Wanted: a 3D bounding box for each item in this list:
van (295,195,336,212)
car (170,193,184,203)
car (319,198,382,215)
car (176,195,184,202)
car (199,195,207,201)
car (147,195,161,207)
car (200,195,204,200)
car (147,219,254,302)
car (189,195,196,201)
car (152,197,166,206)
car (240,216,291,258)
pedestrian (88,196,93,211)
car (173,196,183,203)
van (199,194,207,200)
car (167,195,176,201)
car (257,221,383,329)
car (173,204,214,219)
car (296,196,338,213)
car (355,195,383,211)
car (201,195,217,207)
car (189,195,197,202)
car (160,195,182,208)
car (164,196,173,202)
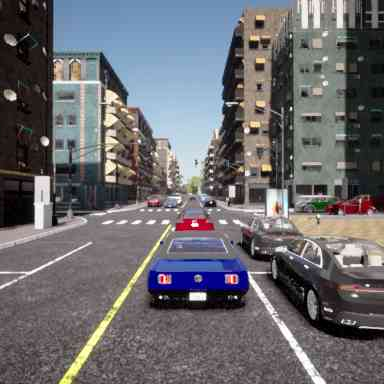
[{"bbox_3d":[13.835,1.296,37.423,3.998,1.788,1.690,0,0,1],"label":"van"},{"bbox_3d":[-2.967,1.244,58.606,2.150,2.045,5.566,0,0,1],"label":"car"},{"bbox_3d":[13.758,1.413,29.042,4.206,1.307,1.802,0,0,1],"label":"car"},{"bbox_3d":[-2.850,1.532,78.958,1.837,1.490,4.892,0,0,0],"label":"car"},{"bbox_3d":[2.872,1.582,89.621,1.887,1.381,4.507,1,0,0],"label":"car"},{"bbox_3d":[-5.579,1.334,50.680,2.192,1.841,5.009,1,0,0],"label":"car"},{"bbox_3d":[2.808,1.603,56.195,1.802,1.307,4.206,1,0,0],"label":"car"},{"bbox_3d":[0.115,1.603,8.245,1.895,1.301,4.718,0,0,0],"label":"car"},{"bbox_3d":[0.171,1.562,90.054,1.812,1.442,4.674,0,0,0],"label":"car"},{"bbox_3d":[-5.572,1.566,56.251,1.887,1.381,4.507,1,0,0],"label":"car"},{"bbox_3d":[2.854,1.555,12.431,2.008,1.369,4.403,1,0,0],"label":"car"},{"bbox_3d":[-12.451,1.347,40.618,0.375,1.860,0.375,0,0,1],"label":"pedestrian"},{"bbox_3d":[-2.878,1.591,68.548,1.994,1.385,4.181,0,0,0],"label":"car"},{"bbox_3d":[2.853,1.373,78.481,1.690,1.788,3.998,1,0,0],"label":"van"},{"bbox_3d":[-5.509,1.603,89.677,1.947,1.339,4.313,1,0,0],"label":"car"},{"bbox_3d":[2.843,1.553,6.861,2.008,1.369,4.403,1,0,0],"label":"car"},{"bbox_3d":[0.097,1.570,18.266,1.994,1.385,4.181,0,0,-1],"label":"car"},{"bbox_3d":[13.401,1.272,34.844,4.553,1.767,2.097,0,-1,1],"label":"car"},{"bbox_3d":[19.362,1.228,37.373,5.009,1.841,2.192,0,0,1],"label":"car"},{"bbox_3d":[2.797,1.585,50.624,1.947,1.339,4.313,1,0,0],"label":"car"},{"bbox_3d":[0.151,1.557,79.672,2.128,1.511,4.902,0,0,0],"label":"car"},{"bbox_3d":[-3.010,1.565,48.605,2.033,1.411,5.357,0,0,0],"label":"car"},{"bbox_3d":[-5.529,1.598,78.535,1.947,1.339,4.313,1,0,0],"label":"car"}]
